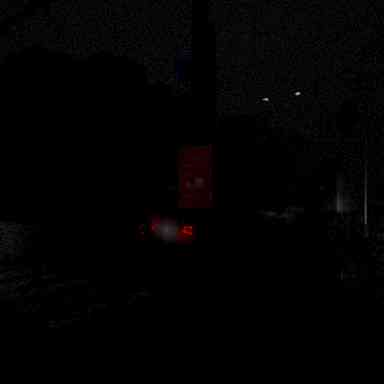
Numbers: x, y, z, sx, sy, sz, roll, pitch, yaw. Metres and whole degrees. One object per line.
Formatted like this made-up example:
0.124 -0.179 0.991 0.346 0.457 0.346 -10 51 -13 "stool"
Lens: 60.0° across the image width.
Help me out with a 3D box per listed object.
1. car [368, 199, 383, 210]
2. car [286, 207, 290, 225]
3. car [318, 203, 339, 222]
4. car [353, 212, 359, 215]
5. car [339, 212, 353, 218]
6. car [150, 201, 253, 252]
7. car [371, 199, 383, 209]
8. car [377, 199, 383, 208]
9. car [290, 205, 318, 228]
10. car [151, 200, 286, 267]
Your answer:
27.051 1.890 49.442 2.008 1.369 4.403 -1 -1 38 "car"
3.940 1.687 19.503 1.802 1.307 4.206 -1 -1 38 "car"
10.544 1.738 28.057 1.947 1.339 4.313 -1 -1 38 "car"
17.147 1.790 36.611 2.008 1.369 4.403 -1 -1 38 "car"
13.845 1.772 32.334 1.947 1.339 4.313 -1 -1 38 "car"
0.638 1.386 15.229 2.192 1.841 5.009 -1 -1 38 "car"
30.249 1.896 53.584 1.752 1.417 4.829 -1 -1 38 "car"
33.654 1.970 57.995 1.947 1.339 4.313 -1 -1 38 "car"
7.138 1.663 23.646 1.752 1.417 4.829 -1 -1 38 "car"
1.040 1.286 12.033 2.150 2.045 5.566 0 -1 42 "car"
